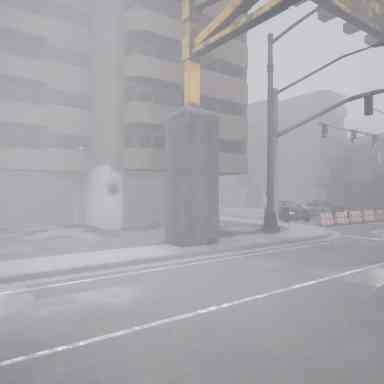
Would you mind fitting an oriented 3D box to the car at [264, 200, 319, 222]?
[{"bbox_3d":[7.439,1.453,25.969,2.038,1.542,4.974,0,0,-11],"label":"car"}]

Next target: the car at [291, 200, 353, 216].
[{"bbox_3d":[10.962,1.295,28.162,4.536,1.218,1.853,0,0,34],"label":"car"}]

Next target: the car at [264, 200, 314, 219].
[{"bbox_3d":[7.429,1.295,26.020,1.853,1.218,4.536,0,0,-11],"label":"car"}]

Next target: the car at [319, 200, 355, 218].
[{"bbox_3d":[11.006,1.453,28.134,4.974,1.542,2.038,0,0,34],"label":"car"}]
